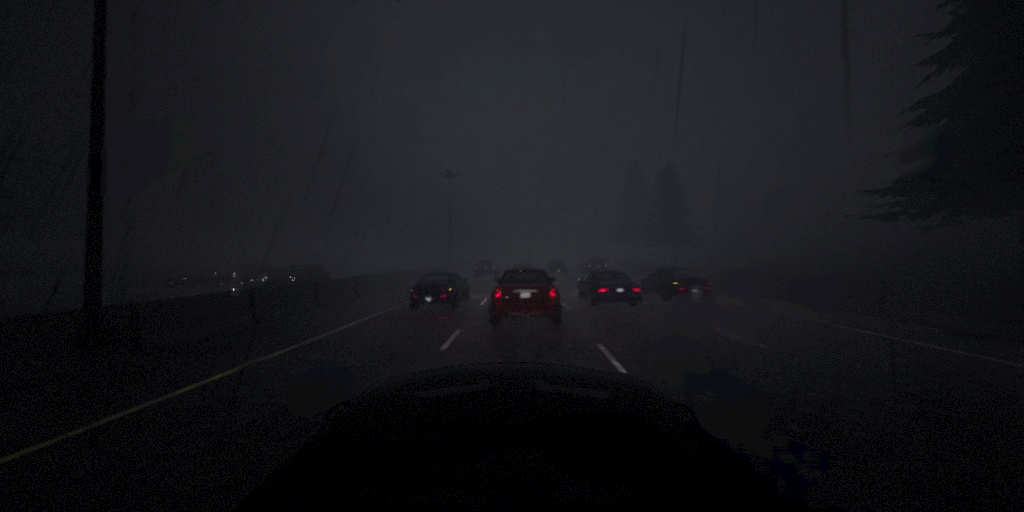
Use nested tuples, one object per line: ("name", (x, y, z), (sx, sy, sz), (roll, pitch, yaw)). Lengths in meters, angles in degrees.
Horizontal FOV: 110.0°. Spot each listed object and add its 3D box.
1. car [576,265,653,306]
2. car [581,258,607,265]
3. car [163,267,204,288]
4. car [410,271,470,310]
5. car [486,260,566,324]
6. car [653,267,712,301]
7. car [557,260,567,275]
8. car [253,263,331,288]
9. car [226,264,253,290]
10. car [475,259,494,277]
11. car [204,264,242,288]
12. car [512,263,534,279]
("car", (4.041, 1.307, 15.661), (2.033, 1.411, 5.357), (-1, 0, 2))
("car", (8.117, 0.991, 35.694), (2.097, 1.767, 4.553), (-1, 0, 2))
("car", (-23.821, 1.598, 27.445), (1.812, 1.442, 4.674), (-1, 0, 2))
("car", (-2.970, 1.368, 15.333), (1.812, 1.442, 4.674), (-1, 0, 2))
("car", (0.445, 1.148, 12.385), (2.097, 1.767, 4.553), (-1, 0, 2))
("car", (7.577, 1.245, 16.891), (1.812, 1.442, 4.674), (-1, 0, 2))
("car", (4.683, 1.169, 37.942), (1.837, 1.490, 4.892), (-1, 1, 2))
("car", (-13.464, 1.315, 22.620), (2.097, 1.767, 4.553), (-1, 0, 2))
("car", (-16.893, 1.503, 25.008), (1.837, 1.490, 4.892), (-1, 0, 2))
("car", (-2.389, 1.118, 35.603), (2.097, 1.767, 4.553), (-1, 0, 2))
("car", (-20.323, 1.383, 27.409), (2.097, 1.767, 4.553), (-1, 0, 2))
("car", (1.047, 1.344, 33.246), (1.895, 1.301, 4.718), (-1, 0, 2))
